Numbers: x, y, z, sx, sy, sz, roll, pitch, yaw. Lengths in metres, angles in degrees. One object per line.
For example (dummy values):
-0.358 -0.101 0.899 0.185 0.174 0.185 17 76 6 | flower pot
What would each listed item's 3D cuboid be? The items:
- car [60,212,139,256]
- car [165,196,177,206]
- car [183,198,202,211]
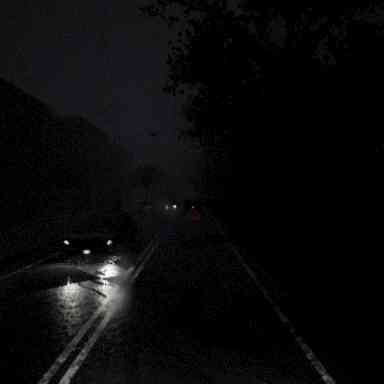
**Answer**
-3.351 1.521 13.237 2.033 1.411 5.357 0 0 0 | car
-3.320 1.414 53.675 2.033 1.411 5.357 0 0 0 | car
0.100 1.414 38.448 1.837 1.490 4.892 0 0 0 | car
